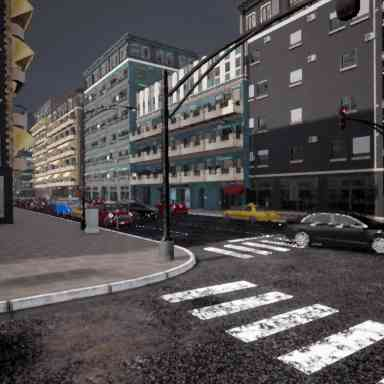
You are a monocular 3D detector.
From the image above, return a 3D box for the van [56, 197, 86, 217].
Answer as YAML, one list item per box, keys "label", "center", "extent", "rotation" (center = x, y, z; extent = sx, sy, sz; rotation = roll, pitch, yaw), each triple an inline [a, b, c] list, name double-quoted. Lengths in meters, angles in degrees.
- label: "van"
  center: [-12.236, 1.483, 32.960]
  extent: [1.690, 1.788, 3.998]
  rotation: [-1, 1, -35]

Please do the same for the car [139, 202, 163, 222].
- label: "car"
  center: [-4.583, 1.584, 26.694]
  extent: [1.837, 1.490, 4.892]
  rotation: [-1, 0, -36]

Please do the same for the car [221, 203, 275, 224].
- label: "car"
  center: [4.130, 1.498, 24.446]
  extent: [1.752, 1.417, 4.829]
  rotation: [-1, 1, -35]

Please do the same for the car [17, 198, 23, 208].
- label: "car"
  center: [-25.084, 1.769, 50.986]
  extent: [1.947, 1.339, 4.313]
  rotation: [-1, 1, -35]

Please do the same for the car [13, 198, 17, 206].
- label: "car"
  center: [-31.510, 1.782, 59.999]
  extent: [1.887, 1.381, 4.507]
  rotation: [-1, 1, -35]

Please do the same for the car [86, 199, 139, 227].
- label: "car"
  center: [-5.809, 1.552, 23.949]
  extent: [1.967, 1.590, 4.097]
  rotation: [-1, 1, -35]

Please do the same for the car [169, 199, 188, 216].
- label: "car"
  center: [-2.198, 1.441, 33.319]
  extent: [1.967, 1.590, 4.097]
  rotation: [-1, 1, -35]

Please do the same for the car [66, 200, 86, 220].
- label: "car"
  center: [-8.921, 1.652, 28.317]
  extent: [1.752, 1.417, 4.829]
  rotation: [-1, 1, -35]

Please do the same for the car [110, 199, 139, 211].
- label: "car"
  center: [-8.623, 1.581, 42.332]
  extent: [2.008, 1.369, 4.403]
  rotation: [-1, 1, -35]

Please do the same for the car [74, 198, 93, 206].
- label: "car"
  center: [-18.261, 1.643, 55.850]
  extent: [1.947, 1.339, 4.313]
  rotation: [-1, 1, -35]

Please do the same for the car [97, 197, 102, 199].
- label: "car"
  center: [-15.050, 1.501, 51.343]
  extent: [1.967, 1.590, 4.097]
  rotation: [-1, 1, -35]

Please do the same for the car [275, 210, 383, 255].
- label: "car"
  center: [6.177, 1.525, 13.549]
  extent: [4.892, 1.490, 1.837]
  rotation: [-1, 1, 39]

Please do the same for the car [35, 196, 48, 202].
- label: "car"
  center: [-37.539, 1.727, 82.888]
  extent: [1.887, 1.381, 4.507]
  rotation: [-1, 1, -35]

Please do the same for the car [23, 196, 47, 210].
- label: "car"
  center: [-21.873, 1.627, 46.479]
  extent: [1.967, 1.590, 4.097]
  rotation: [-1, 1, -35]

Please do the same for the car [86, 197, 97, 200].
- label: "car"
  center: [-13.287, 1.609, 38.931]
  extent: [2.128, 1.511, 4.902]
  rotation: [-1, 0, -35]

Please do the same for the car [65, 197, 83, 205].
- label: "car"
  center: [-21.474, 1.645, 60.357]
  extent: [2.008, 1.369, 4.403]
  rotation: [-1, 1, -35]
